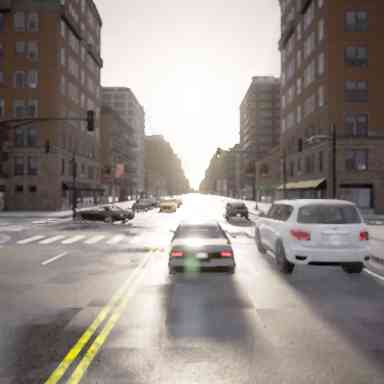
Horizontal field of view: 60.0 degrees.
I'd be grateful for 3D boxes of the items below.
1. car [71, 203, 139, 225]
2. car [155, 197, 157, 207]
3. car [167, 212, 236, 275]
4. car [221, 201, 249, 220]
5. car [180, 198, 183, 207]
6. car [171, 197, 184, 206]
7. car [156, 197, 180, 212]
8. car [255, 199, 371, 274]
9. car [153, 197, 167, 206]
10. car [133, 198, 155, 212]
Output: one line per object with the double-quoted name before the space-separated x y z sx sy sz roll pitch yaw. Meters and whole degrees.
"car" -6.626 1.666 24.591 4.718 1.301 1.895 0 -1 27
"car" -5.977 1.599 50.348 1.882 1.535 5.008 0 0 1
"car" 0.217 1.574 10.482 2.033 1.411 5.357 0 0 0
"car" 3.709 1.577 28.727 1.837 1.490 4.892 0 0 1
"car" -2.742 1.684 49.544 1.994 1.385 4.181 0 0 0
"car" -2.543 1.690 60.093 2.033 1.411 5.357 0 0 1
"car" -2.856 1.577 40.592 1.882 1.535 5.008 0 0 1
"car" 3.520 1.247 10.748 2.150 2.045 5.566 0 0 1
"car" -5.789 1.635 60.460 2.128 1.511 4.902 0 0 1
"car" -6.103 1.605 40.864 1.837 1.490 4.892 0 0 1
